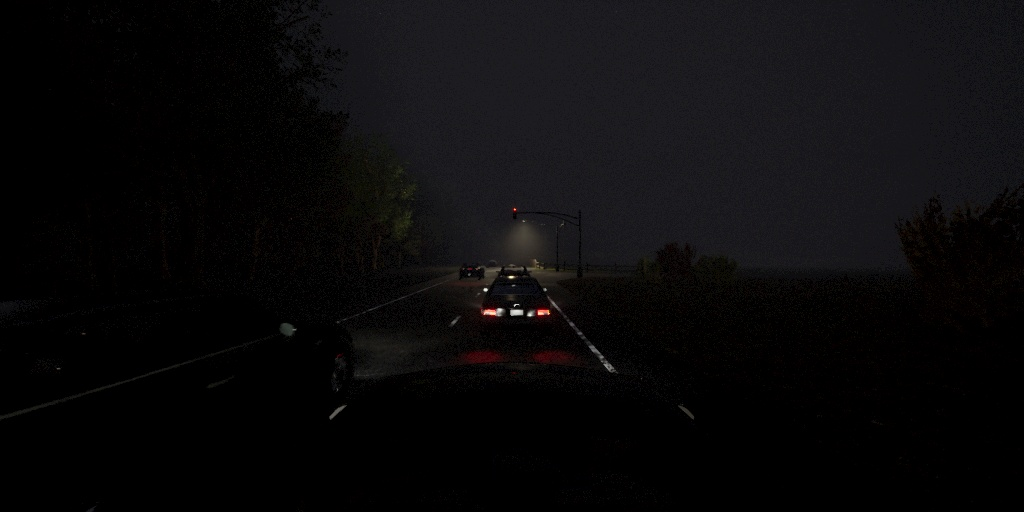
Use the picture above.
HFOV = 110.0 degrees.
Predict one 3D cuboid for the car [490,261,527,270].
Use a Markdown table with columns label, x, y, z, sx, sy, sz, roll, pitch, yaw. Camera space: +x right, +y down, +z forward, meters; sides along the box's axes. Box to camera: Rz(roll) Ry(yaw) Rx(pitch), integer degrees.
| label | x | y | z | sx | sy | sz | roll | pitch | yaw |
| --- | --- | --- | --- | --- | --- | --- | --- | --- | --- |
| car | 0.103 | 1.246 | 20.219 | 2.128 | 1.511 | 4.902 | 0 | 0 | 0 |

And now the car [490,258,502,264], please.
| label | x | y | z | sx | sy | sz | roll | pitch | yaw |
| --- | --- | --- | --- | --- | --- | --- | --- | --- | --- |
| car | -3.406 | 1.302 | 64.240 | 2.033 | 1.411 | 5.357 | 0 | 0 | 0 |

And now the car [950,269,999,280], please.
| label | x | y | z | sx | sy | sz | roll | pitch | yaw |
| --- | --- | --- | --- | --- | --- | --- | --- | --- | --- |
| car | 50.203 | 1.896 | 38.862 | 4.718 | 1.301 | 1.895 | 1 | -1 | 0 |

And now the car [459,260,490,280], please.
| label | x | y | z | sx | sy | sz | roll | pitch | yaw |
| --- | --- | --- | --- | --- | --- | --- | --- | --- | --- |
| car | -3.403 | 1.249 | 31.156 | 2.128 | 1.511 | 4.902 | 0 | 0 | 0 |

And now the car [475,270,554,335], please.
| label | x | y | z | sx | sy | sz | roll | pitch | yaw |
| --- | --- | --- | --- | --- | --- | --- | --- | --- | --- |
| car | 0.101 | 1.300 | 10.470 | 2.033 | 1.411 | 5.357 | 0 | 0 | 0 |

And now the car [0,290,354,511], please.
| label | x | y | z | sx | sy | sz | roll | pitch | yaw |
| --- | --- | --- | --- | --- | --- | --- | --- | --- | --- |
| car | -3.400 | 1.102 | 3.505 | 2.097 | 1.767 | 4.553 | 0 | 0 | 0 |
